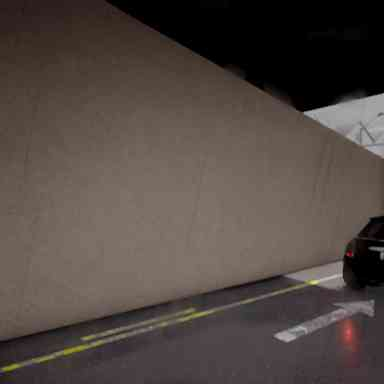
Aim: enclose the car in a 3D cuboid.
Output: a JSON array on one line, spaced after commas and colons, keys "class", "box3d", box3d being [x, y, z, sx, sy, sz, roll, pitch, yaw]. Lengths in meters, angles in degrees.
[{"class": "car", "box3d": [5.551, 1.256, 7.723, 4.553, 1.767, 2.097, -1, 0, -36]}]
